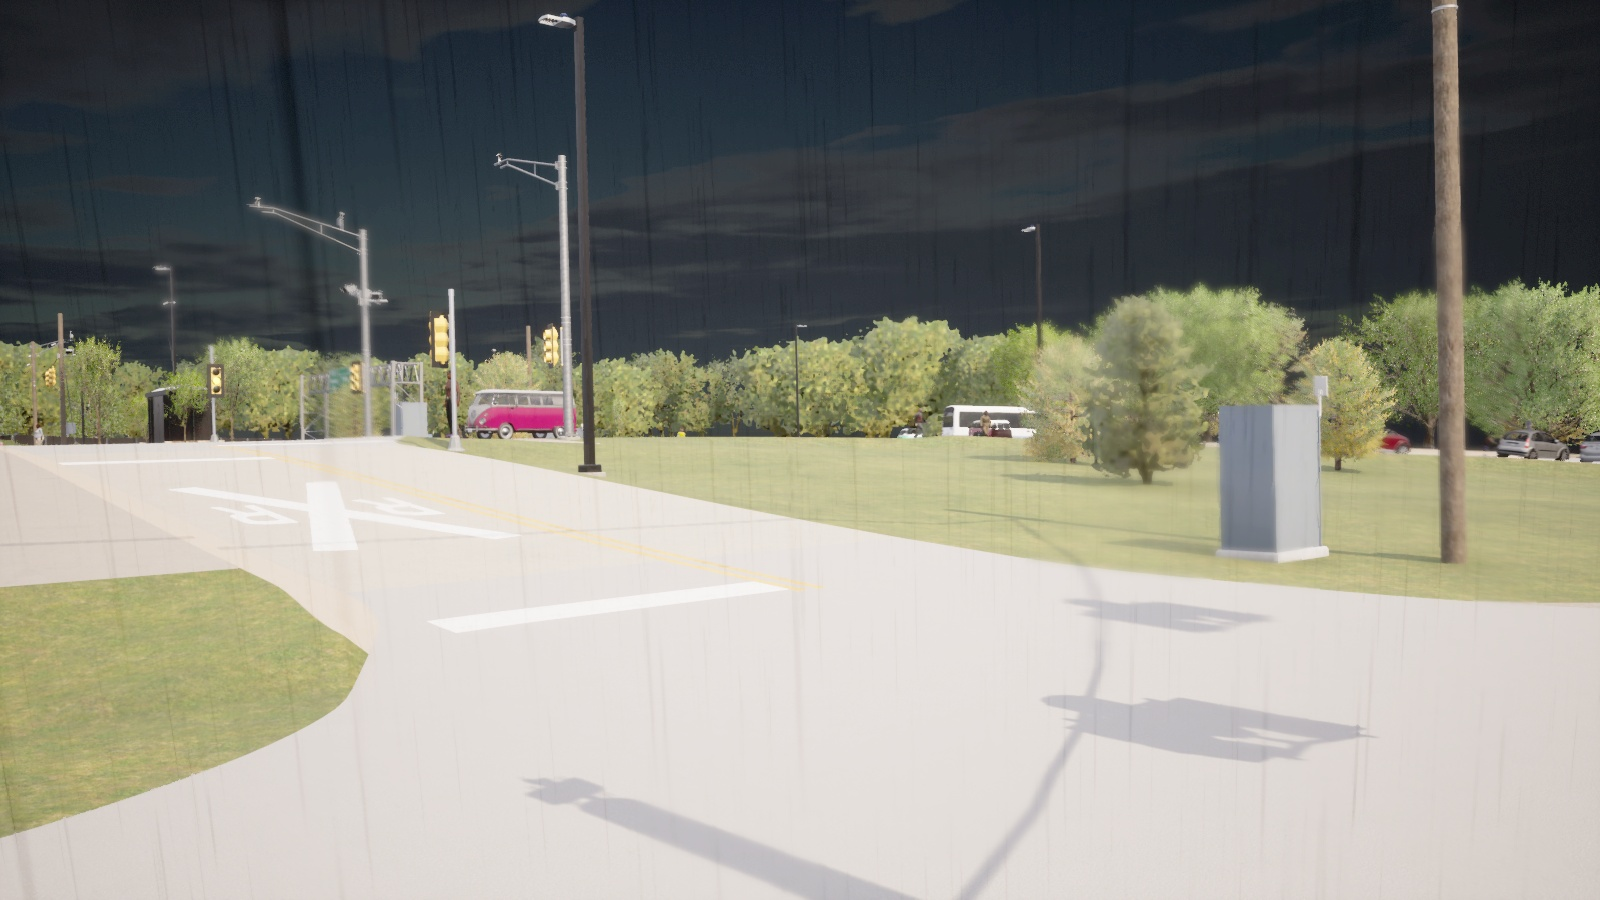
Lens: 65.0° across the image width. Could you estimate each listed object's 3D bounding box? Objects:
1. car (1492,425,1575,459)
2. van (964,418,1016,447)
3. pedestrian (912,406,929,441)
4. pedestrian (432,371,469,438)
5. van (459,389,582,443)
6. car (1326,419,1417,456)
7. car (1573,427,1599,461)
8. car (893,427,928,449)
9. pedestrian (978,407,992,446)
[{"bbox_3d":[38.839,-0.427,66.520,3.988,1.617,1.851,1,5,-28],"label":"car"},{"bbox_3d":[13.751,-1.242,90.631,2.069,2.038,4.480,-1,0,31],"label":"van"},{"bbox_3d":[6.458,-1.415,67.334,0.720,1.854,0.376,-1,1,33],"label":"pedestrian"},{"bbox_3d":[-9.491,-1.231,34.094,0.869,1.805,0.328,-2,1,-39],"label":"pedestrian"},{"bbox_3d":[-10.936,-1.311,49.343,1.775,1.987,4.442,-1,0,44],"label":"van"},{"bbox_3d":[28.520,-0.629,62.719,3.705,1.549,1.789,3,3,-13],"label":"car"},{"bbox_3d":[41.030,-0.300,62.452,4.611,1.667,2.242,-1,0,-26],"label":"car"},{"bbox_3d":[7.559,-0.837,86.052,1.481,1.376,2.207,-2,-1,-23],"label":"car"},{"bbox_3d":[9.278,-1.180,62.825,0.396,1.930,0.692,-2,1,-16],"label":"pedestrian"}]
